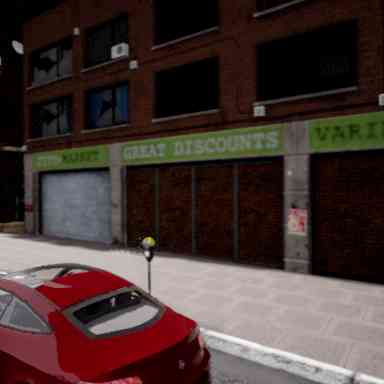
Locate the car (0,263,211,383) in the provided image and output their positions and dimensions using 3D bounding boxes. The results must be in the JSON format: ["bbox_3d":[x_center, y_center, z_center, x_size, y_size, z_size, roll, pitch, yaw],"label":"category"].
[{"bbox_3d":[-1.767,1.529,3.928,4.206,1.307,1.802,1,0,34],"label":"car"}]
